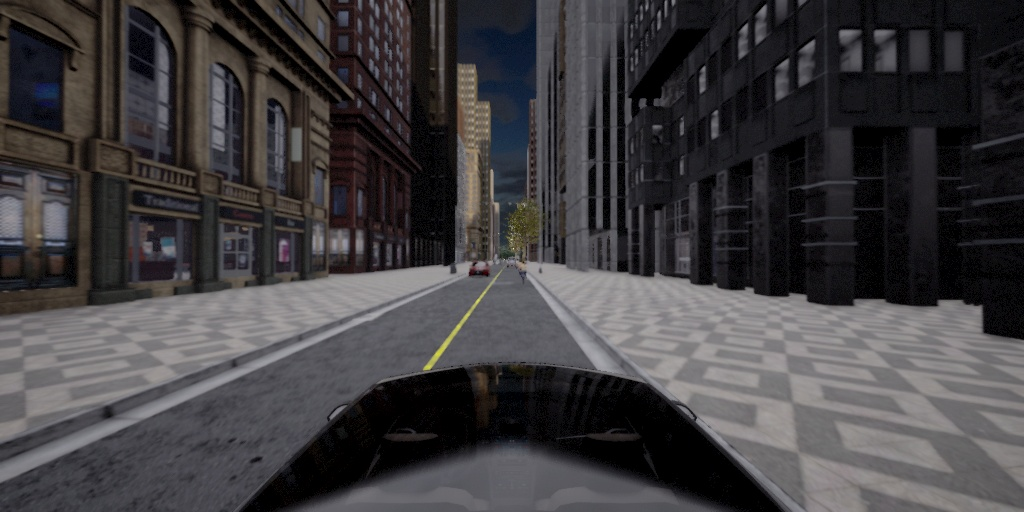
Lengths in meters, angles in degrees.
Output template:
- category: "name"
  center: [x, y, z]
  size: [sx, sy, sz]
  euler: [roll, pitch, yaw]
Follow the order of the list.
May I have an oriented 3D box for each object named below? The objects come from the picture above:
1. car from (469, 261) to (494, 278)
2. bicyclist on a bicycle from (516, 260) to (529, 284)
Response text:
- category: "car"
  center: [-3.093, 1.256, 35.124]
  size: [1.882, 1.535, 5.008]
  euler: [0, 0, 0]
- category: "bicyclist on a bicycle"
  center: [0.837, 1.195, 26.161]
  size: [0.866, 1.612, 1.509]
  euler: [0, 0, 0]
